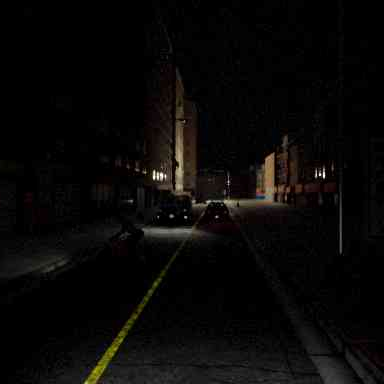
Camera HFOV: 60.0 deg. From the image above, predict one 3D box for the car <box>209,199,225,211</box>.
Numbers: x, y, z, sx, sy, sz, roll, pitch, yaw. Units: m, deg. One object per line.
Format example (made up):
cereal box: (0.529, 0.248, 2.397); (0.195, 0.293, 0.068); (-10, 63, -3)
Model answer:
car: (3.179, 1.617, 42.167); (1.895, 1.301, 4.718); (0, 0, 4)

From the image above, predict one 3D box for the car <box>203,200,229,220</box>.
car: (2.099, 1.608, 27.861); (1.895, 1.301, 4.718); (0, 0, 4)

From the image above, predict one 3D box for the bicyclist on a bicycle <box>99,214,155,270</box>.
bicyclist on a bicycle: (-1.889, 1.454, 9.565); (1.656, 1.620, 0.582); (-2, 0, 4)

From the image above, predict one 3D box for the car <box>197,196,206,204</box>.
car: (1.641, 1.561, 60.586); (1.837, 1.490, 4.892); (0, 0, 5)

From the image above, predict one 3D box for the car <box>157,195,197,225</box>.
car: (-1.117, 1.228, 24.407); (2.150, 2.045, 5.566); (0, 0, 4)
